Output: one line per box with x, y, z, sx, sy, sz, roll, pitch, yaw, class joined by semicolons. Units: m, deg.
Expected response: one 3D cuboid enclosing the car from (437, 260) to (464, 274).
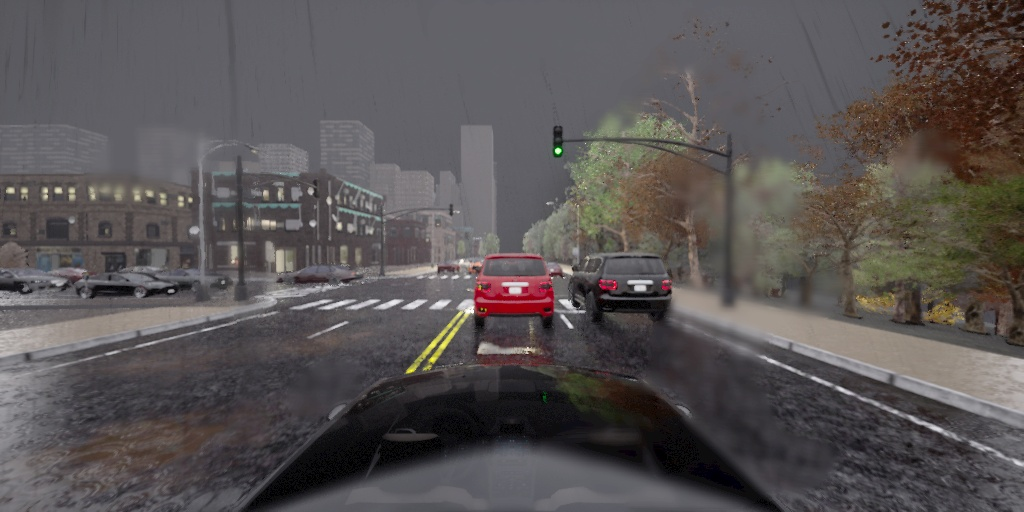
-6.606;1.169;38.021;1.895;1.301;4.718;0;0;1;car

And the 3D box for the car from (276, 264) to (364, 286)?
-13.141;1.285;24.714;5.357;1.411;2.033;-1;1;0;car

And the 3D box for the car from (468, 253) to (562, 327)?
-0.022;0.924;11.484;2.150;2.045;5.566;0;0;-2;car

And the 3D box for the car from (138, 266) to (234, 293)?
-19.170;1.434;21.406;4.181;1.385;1.994;-1;1;0;car

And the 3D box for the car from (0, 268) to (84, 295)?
-29.460;1.480;21.419;4.902;1.511;2.128;-1;1;0;car

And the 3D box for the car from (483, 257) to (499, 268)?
-3.270;0.966;56.232;2.128;1.511;4.902;0;0;0;car

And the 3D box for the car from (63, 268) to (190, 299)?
-19.947;1.484;18.705;4.313;1.339;1.948;0;0;0;car

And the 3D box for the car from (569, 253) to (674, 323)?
3.352;0.920;12.048;2.150;2.045;5.566;0;0;0;car

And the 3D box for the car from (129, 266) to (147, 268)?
-28.280;1.439;27.217;4.403;1.370;2.007;0;0;0;car

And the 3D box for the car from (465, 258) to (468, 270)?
-3.344;0.921;37.797;2.097;1.767;4.553;0;0;0;car
